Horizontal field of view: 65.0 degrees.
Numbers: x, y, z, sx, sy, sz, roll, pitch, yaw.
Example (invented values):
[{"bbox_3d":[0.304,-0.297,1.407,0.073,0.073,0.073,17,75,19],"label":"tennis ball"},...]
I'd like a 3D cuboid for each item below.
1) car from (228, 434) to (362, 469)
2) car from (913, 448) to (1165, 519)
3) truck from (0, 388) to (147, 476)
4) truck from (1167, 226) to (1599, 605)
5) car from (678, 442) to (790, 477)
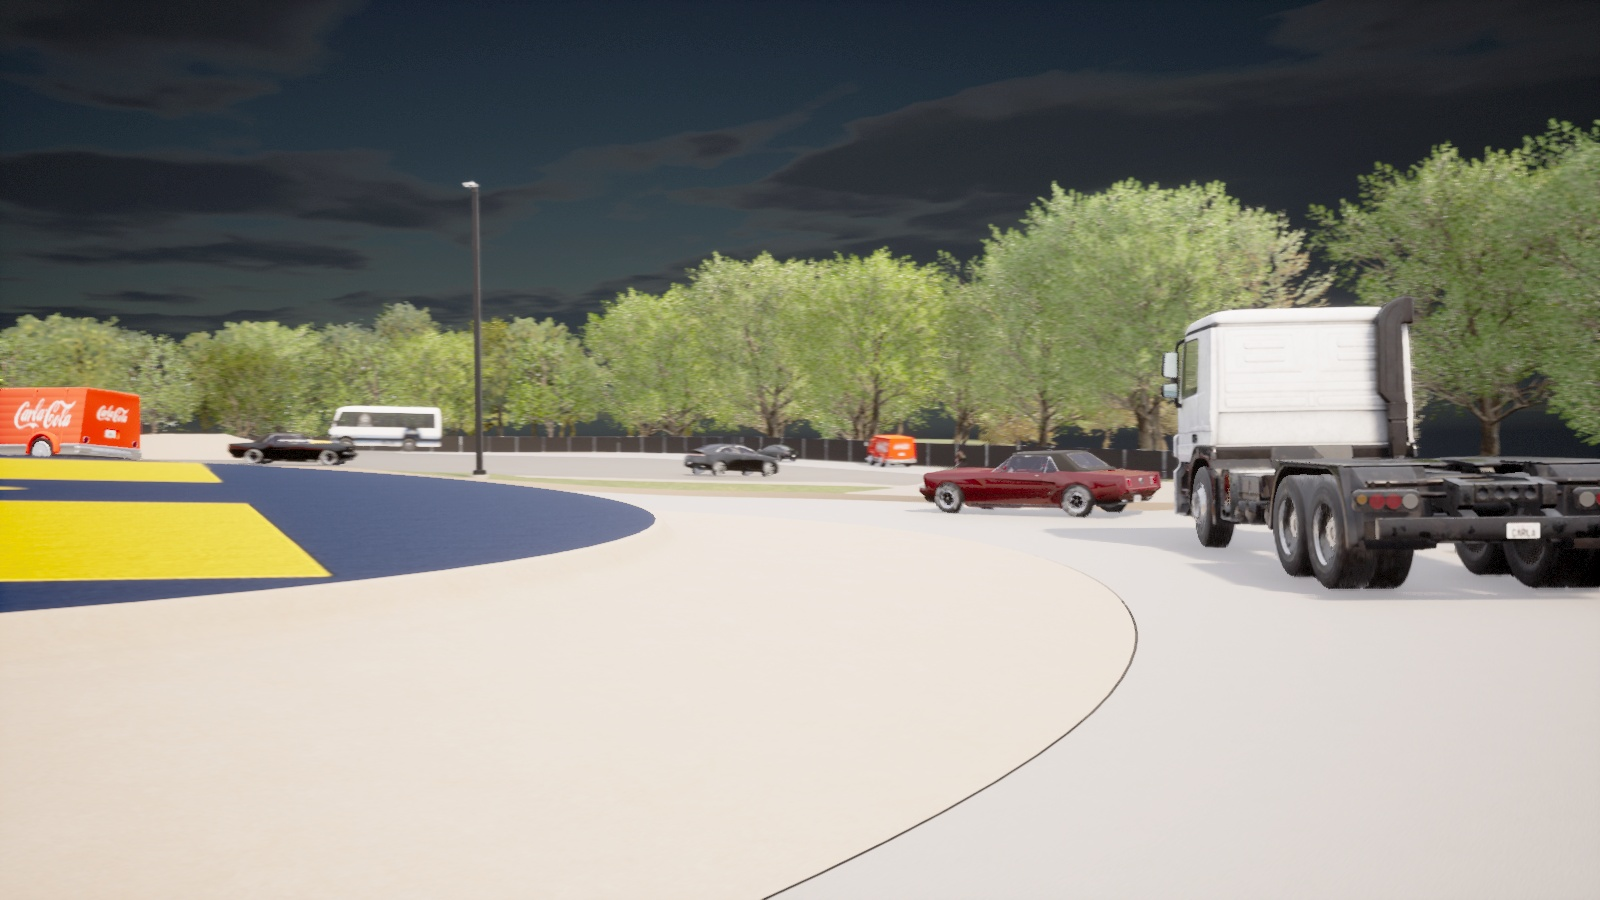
[{"bbox_3d":[-20.473,0.065,51.077,4.718,1.301,1.895,1,0,-6],"label":"car"},{"bbox_3d":[4.833,0.643,25.773,4.718,1.301,1.895,0,1,38],"label":"car"},{"bbox_3d":[-23.337,-0.496,38.695,5.204,2.467,2.627,0,-4,16],"label":"truck"},{"bbox_3d":[6.932,-0.355,15.542,2.891,3.462,7.936,-1,1,4],"label":"truck"},{"bbox_3d":[-3.084,0.455,59.112,4.902,1.511,2.128,2,0,-39],"label":"car"}]
